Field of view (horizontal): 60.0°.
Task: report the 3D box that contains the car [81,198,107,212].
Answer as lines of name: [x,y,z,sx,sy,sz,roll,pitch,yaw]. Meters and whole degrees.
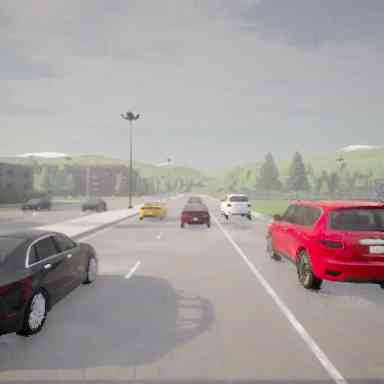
car: [-11.280,1.475,38.703,1.882,1.535,5.008,0,0,1]

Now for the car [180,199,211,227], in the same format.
car: [0.233,1.482,22.570,1.882,1.535,5.008,0,0,0]

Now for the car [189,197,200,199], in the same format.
car: [0.350,1.360,41.987,2.097,1.767,4.553,0,0,0]

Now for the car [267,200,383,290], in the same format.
car: [3.653,1.226,9.209,2.150,2.045,5.566,0,0,0]

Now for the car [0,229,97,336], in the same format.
car: [-3.342,1.503,6.644,1.837,1.490,4.892,0,0,0]

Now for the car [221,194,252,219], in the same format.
car: [3.770,1.230,28.971,2.150,2.045,5.566,0,0,0]

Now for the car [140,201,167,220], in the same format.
car: [-3.233,1.479,28.408,1.882,1.535,5.008,0,0,0]

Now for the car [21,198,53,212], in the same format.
car: [-18.268,1.475,39.398,1.882,1.535,5.008,0,0,0]
